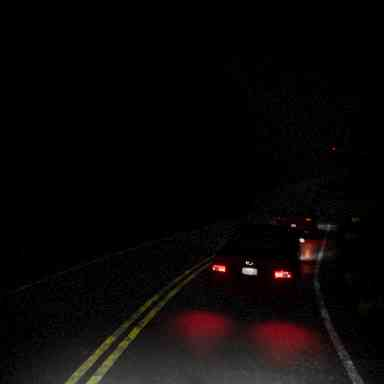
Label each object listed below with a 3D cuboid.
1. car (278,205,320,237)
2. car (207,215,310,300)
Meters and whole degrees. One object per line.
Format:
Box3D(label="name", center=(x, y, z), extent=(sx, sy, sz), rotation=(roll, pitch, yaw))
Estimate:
Box3D(label="car", center=(5.947, 1.486, 18.510), extent=(1.882, 1.535, 5.008), rotation=(2, 1, 23))
Box3D(label="car", center=(1.867, 1.549, 8.661), extent=(2.033, 1.411, 5.357), rotation=(2, 0, 18))
